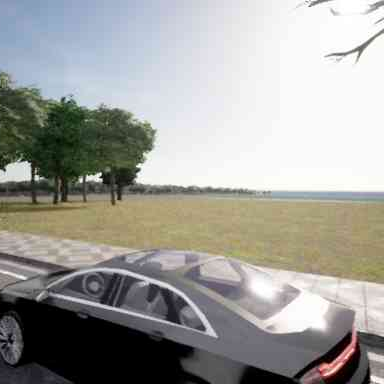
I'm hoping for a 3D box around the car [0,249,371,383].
[{"bbox_3d":[-0.583,1.487,4.103,4.902,1.511,2.128,0,0,35],"label":"car"}]
